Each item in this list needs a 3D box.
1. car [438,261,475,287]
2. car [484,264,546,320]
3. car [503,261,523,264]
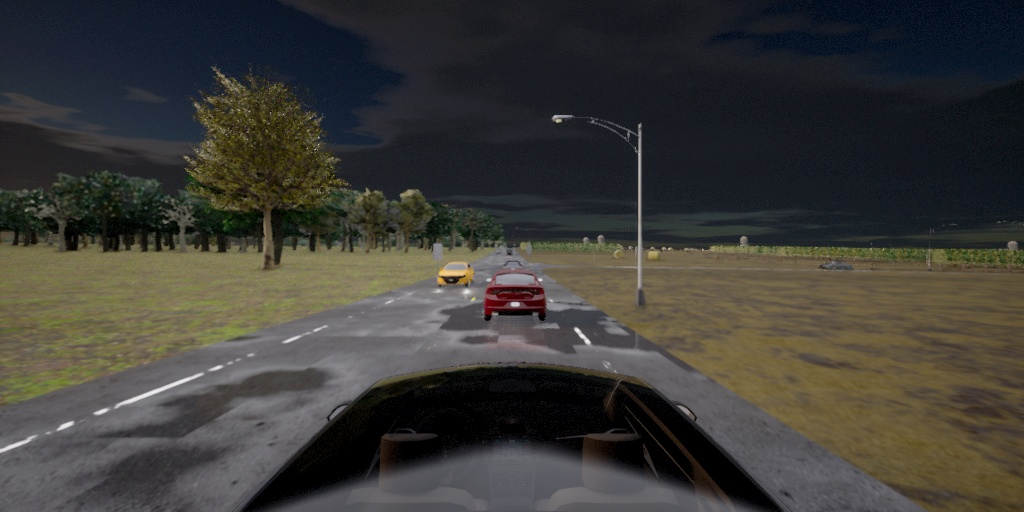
[{"bbox_3d":[-3.602,1.145,23.699,1.882,1.535,5.008,0,0,0],"label":"car"},{"bbox_3d":[0.095,1.216,12.676,1.882,1.535,5.008,0,0,0],"label":"car"},{"bbox_3d":[0.085,1.105,33.500,1.994,1.385,4.181,0,1,0],"label":"car"}]
